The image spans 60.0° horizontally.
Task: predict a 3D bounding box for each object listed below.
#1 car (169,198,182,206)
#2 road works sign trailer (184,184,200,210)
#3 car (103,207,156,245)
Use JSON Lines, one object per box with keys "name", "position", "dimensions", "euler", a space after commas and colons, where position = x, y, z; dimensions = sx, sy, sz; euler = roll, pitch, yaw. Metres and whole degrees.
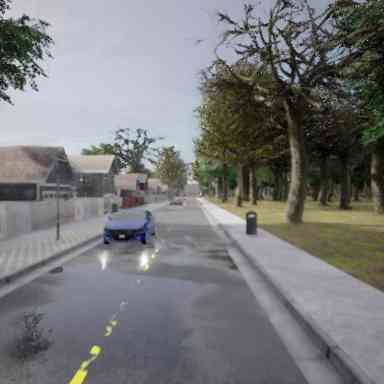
{"name": "car", "position": [-2.787, 1.770, 57.596], "dimensions": [1.994, 1.385, 4.181], "euler": [0, 0, 1]}
{"name": "road works sign trailer", "position": [0.008, 0.629, 47.098], "dimensions": [2.380, 3.560, 2.880], "euler": [0, 0, 0]}
{"name": "car", "position": [-2.846, 1.529, 15.998], "dimensions": [1.882, 1.535, 5.008], "euler": [0, 0, 0]}
